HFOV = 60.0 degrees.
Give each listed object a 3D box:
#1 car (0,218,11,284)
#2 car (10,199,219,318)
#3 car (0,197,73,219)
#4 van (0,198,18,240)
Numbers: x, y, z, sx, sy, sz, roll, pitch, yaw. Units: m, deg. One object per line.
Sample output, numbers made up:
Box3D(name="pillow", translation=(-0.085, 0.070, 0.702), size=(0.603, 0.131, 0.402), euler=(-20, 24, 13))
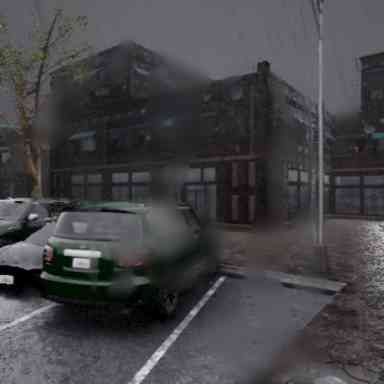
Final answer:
Box3D(name="car", translation=(-3.278, 1.514, 9.453), size=(2.163, 1.488, 4.792), euler=(1, -1, 17))
Box3D(name="car", translation=(-0.925, 1.237, 7.727), size=(2.435, 2.045, 5.566), euler=(0, -1, 17))
Box3D(name="car", translation=(-5.647, 1.230, 11.238), size=(2.435, 2.045, 5.566), euler=(1, -1, 17))
Box3D(name="van", translation=(-10.336, 1.252, 14.947), size=(1.878, 1.987, 4.442), euler=(0, -1, 17))
